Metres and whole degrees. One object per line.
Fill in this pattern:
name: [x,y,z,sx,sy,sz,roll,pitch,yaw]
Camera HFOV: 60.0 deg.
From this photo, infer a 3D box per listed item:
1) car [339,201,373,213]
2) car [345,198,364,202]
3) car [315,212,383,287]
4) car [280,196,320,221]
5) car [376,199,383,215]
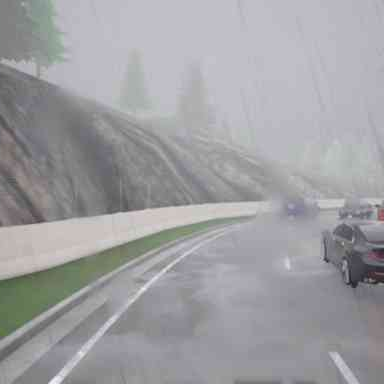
car: [14.545,1.752,29.325,1.895,1.301,4.718,0,0,40]
car: [20.057,1.560,40.424,4.553,1.767,2.097,1,0,-45]
car: [4.916,1.556,9.308,1.837,1.490,4.892,0,0,11]
car: [9.282,1.327,28.448,2.150,2.045,5.566,0,0,33]
car: [12.834,1.351,20.735,2.150,2.045,5.566,0,0,29]
